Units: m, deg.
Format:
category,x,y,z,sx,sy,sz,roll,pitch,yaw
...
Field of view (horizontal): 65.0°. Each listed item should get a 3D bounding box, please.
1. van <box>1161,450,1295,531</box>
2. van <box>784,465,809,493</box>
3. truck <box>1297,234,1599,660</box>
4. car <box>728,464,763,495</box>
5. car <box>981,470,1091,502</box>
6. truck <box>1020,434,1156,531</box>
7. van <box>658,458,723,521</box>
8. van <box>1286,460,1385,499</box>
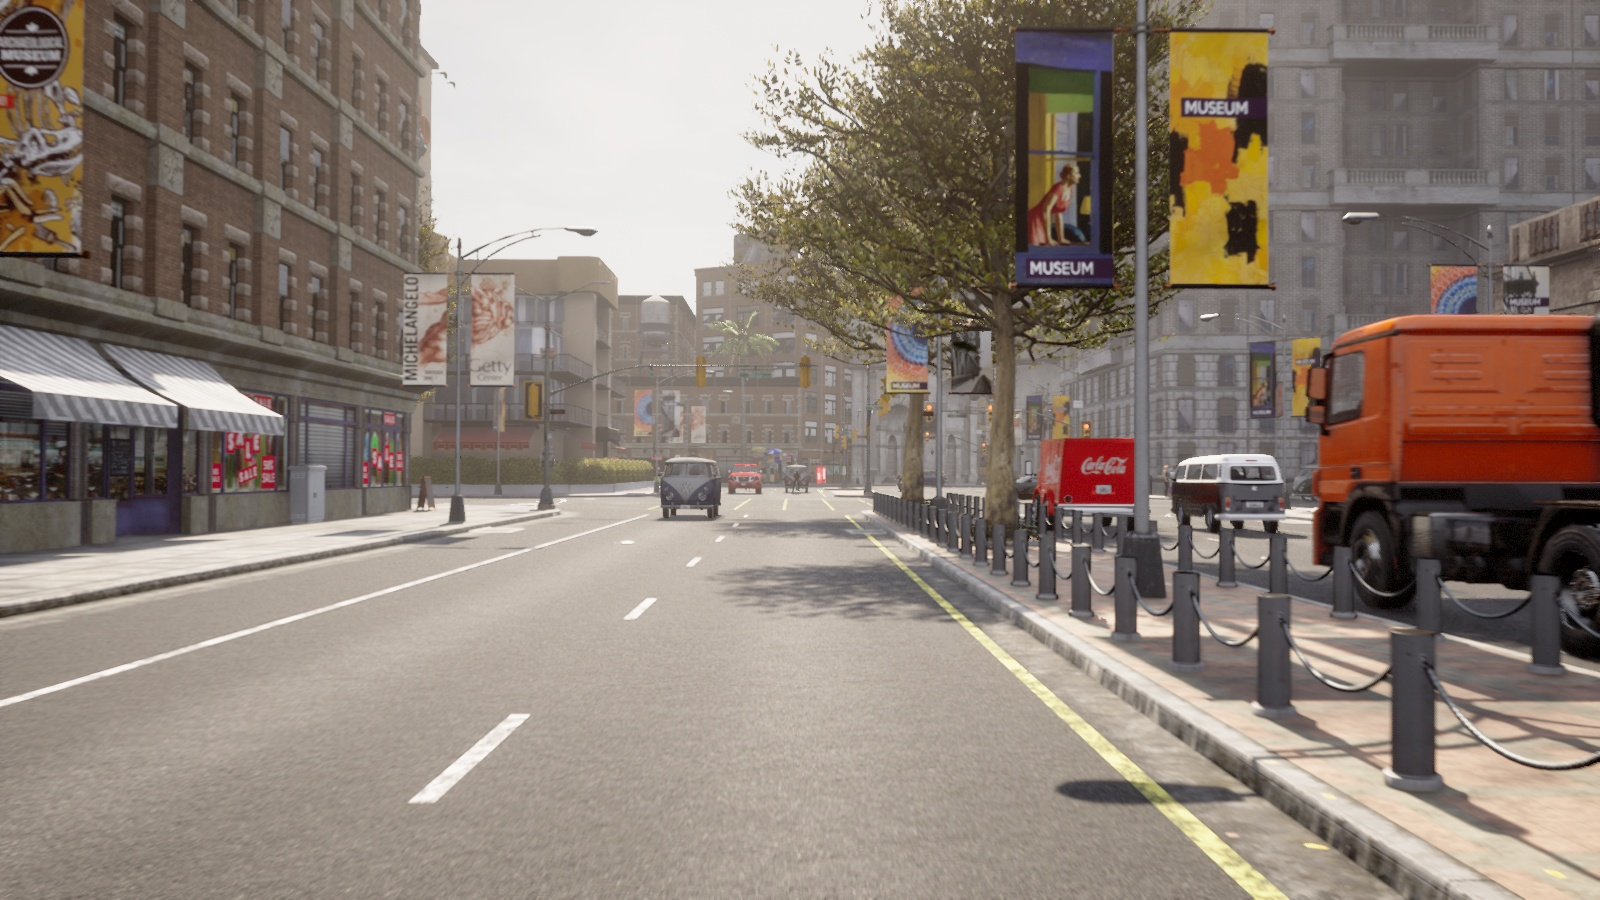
category,x,y,z,sx,sy,sz,roll,pitch,yaw
van,11.416,1.059,33.841,2.069,2.038,4.480,0,-1,0
van,-0.224,2.098,91.398,1.775,1.987,4.442,0,-1,0
truck,7.944,0.008,12.388,2.891,3.462,7.936,0,-1,0
car,-3.711,1.990,86.096,2.150,2.045,5.566,0,-1,0
car,11.627,1.785,62.069,5.008,1.535,1.882,0,-1,-8
truck,7.808,0.877,34.664,2.627,2.467,5.204,0,-1,1
van,-3.603,1.282,41.845,1.775,1.987,4.442,0,-1,0
van,28.185,1.562,66.136,4.442,1.987,1.775,0,-1,0
